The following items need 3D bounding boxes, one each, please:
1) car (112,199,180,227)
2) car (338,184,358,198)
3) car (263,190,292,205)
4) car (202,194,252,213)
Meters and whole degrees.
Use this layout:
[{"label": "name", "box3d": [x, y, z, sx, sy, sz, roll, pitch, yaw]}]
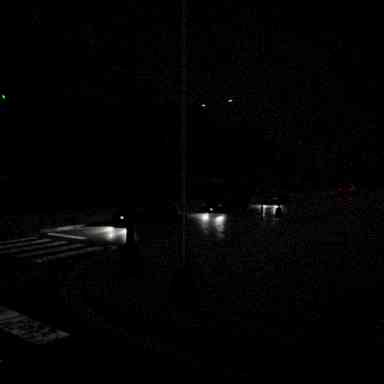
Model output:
[{"label": "car", "box3d": [-2.546, 1.117, 19.113, 1.994, 1.385, 4.181, 0, 2, 35]}, {"label": "car", "box3d": [24.361, -0.220, 51.971, 2.150, 2.045, 5.566, 0, 2, 35]}, {"label": "car", "box3d": [9.144, 0.546, 35.598, 1.837, 1.490, 4.892, 0, 1, 35]}, {"label": "car", "box3d": [2.972, 0.853, 26.900, 2.033, 1.411, 5.357, 0, 2, 35]}]
